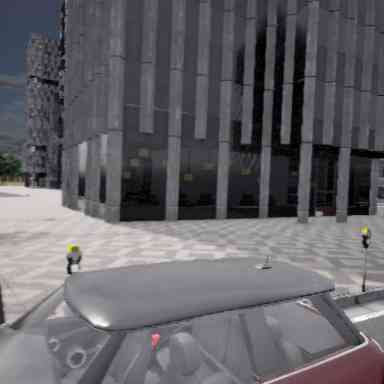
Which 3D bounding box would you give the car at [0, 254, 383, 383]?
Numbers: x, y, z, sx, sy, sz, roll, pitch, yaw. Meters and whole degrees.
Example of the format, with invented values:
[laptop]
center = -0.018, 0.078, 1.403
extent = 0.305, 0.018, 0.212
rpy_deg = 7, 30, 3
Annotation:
[car]
center = -0.507, 1.323, 2.311
extent = 4.097, 1.590, 1.967
rpy_deg = 1, 2, -29
